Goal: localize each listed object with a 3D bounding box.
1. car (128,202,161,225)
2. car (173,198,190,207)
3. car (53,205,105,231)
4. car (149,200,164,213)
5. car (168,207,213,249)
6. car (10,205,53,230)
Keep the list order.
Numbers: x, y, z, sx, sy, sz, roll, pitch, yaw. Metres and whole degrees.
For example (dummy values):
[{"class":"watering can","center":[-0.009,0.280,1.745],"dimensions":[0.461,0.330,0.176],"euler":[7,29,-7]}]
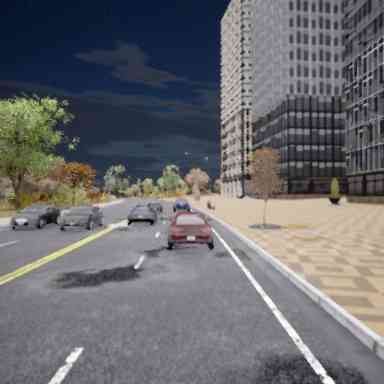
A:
[{"class":"car","center":[-3.689,1.690,25.397],"dimensions":[1.994,1.385,4.181],"euler":[0,0,-2]},{"class":"car","center":[-1.408,1.585,43.370],"dimensions":[2.097,1.767,4.553],"euler":[0,0,-4]},{"class":"car","center":[-6.970,1.615,21.448],"dimensions":[1.837,1.490,4.892],"euler":[0,0,-2]},{"class":"car","center":[-4.491,1.713,40.651],"dimensions":[2.128,1.511,4.902],"euler":[0,0,-4]},{"class":"car","center":[-0.092,1.592,14.895],"dimensions":[1.812,1.442,4.674],"euler":[0,0,-1]},{"class":"car","center":[-10.246,1.610,22.201],"dimensions":[2.128,1.511,4.902],"euler":[0,0,-2]}]
